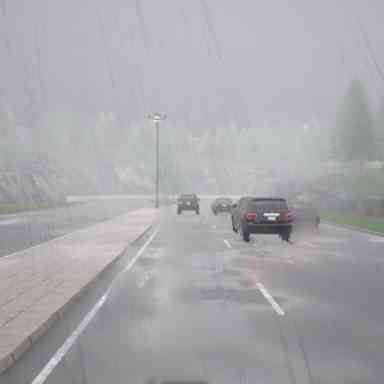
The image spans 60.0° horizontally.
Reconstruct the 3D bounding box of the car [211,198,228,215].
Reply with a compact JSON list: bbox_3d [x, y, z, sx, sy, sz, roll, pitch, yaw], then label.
[{"bbox_3d":[3.133,1.353,34.600,2.097,1.767,4.553,0,0,-1],"label":"car"}]

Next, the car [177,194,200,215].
[{"bbox_3d":[-0.367,1.221,34.337,2.150,2.045,5.566,0,0,0],"label":"car"}]

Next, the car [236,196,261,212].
[{"bbox_3d":[6.577,1.352,39.134,2.097,1.767,4.553,0,0,-1],"label":"car"}]

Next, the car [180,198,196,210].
[{"bbox_3d":[-0.485,1.547,44.521,2.033,1.411,5.357,0,0,0],"label":"car"}]

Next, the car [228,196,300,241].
[{"bbox_3d":[3.362,1.221,16.838,2.150,2.045,5.566,0,0,-1],"label":"car"}]

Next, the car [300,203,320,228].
[{"bbox_3d":[6.796,1.491,22.041,2.128,1.511,4.902,0,0,-1],"label":"car"}]
